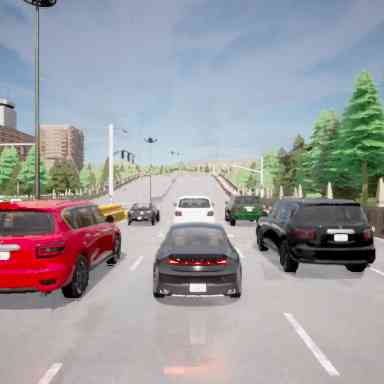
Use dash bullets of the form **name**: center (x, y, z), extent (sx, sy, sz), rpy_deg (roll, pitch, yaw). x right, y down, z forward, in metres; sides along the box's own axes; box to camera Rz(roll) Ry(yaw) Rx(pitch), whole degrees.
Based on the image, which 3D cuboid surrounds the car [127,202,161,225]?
- **car**: center (-3.382, 1.490, 23.899), extent (2.128, 1.511, 4.902), rpy_deg (0, 0, 0)

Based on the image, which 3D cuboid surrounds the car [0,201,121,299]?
- **car**: center (-3.393, 1.223, 8.575), extent (2.150, 2.045, 5.566), rpy_deg (0, 0, 0)

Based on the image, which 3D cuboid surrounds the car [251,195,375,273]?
- **car**: center (3.616, 1.220, 10.797), extent (2.150, 2.045, 5.566), rpy_deg (0, 0, 0)

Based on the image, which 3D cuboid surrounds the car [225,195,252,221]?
- **car**: center (3.610, 1.221, 23.571), extent (2.150, 2.045, 5.566), rpy_deg (0, 0, 0)

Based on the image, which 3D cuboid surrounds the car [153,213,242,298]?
- **car**: center (0.109, 1.505, 8.512), extent (1.837, 1.490, 4.892), rpy_deg (0, 0, 0)

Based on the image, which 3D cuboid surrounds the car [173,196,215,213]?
- **car**: center (0.115, 1.221, 18.808), extent (2.150, 2.045, 5.566), rpy_deg (0, 0, 0)
